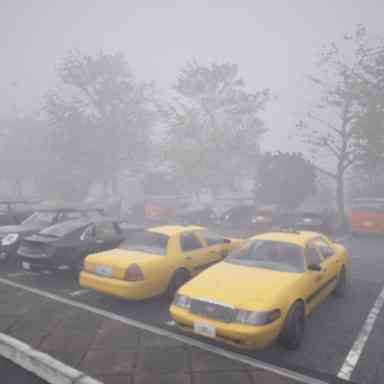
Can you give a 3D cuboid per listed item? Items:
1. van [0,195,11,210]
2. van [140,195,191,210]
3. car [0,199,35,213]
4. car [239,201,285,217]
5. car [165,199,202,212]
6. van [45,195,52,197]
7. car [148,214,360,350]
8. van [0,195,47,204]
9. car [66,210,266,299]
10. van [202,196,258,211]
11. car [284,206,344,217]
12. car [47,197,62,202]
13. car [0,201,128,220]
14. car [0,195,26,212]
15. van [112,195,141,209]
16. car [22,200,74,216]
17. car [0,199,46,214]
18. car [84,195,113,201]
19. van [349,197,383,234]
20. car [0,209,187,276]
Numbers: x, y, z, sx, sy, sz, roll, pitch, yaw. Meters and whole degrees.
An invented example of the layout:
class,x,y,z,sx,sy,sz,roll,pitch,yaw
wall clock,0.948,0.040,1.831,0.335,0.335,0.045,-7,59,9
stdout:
class,x,y,z,sx,sy,sz,roll,pitch,yaw
van,-26.334,1.402,43.377,1.878,1.987,4.442,0,0,36
van,-1.523,1.281,25.471,1.878,1.987,4.442,0,0,36
car,-21.811,1.605,39.962,2.097,1.535,5.008,0,0,36
car,5.163,1.513,20.538,2.163,1.488,4.792,0,0,36
car,0.659,1.496,23.759,2.097,1.535,5.008,0,0,36
van,-17.349,1.358,36.892,1.878,1.987,4.442,0,0,36
car,1.737,1.494,6.616,1.946,1.575,5.366,0,0,36
van,-9.236,1.287,14.908,1.878,1.987,4.442,0,0,36
car,-0.197,1.487,8.469,1.946,1.575,5.366,0,0,36
van,2.851,1.262,22.037,1.878,1.987,4.442,0,0,35
car,7.303,1.514,18.993,2.163,1.488,4.792,0,0,36
car,-12.825,1.562,33.478,2.097,1.535,5.008,0,0,36
car,-4.785,1.368,11.590,2.185,1.767,4.553,0,0,36
car,-24.172,1.366,41.638,2.435,2.045,5.566,0,0,36
van,-3.906,1.292,26.903,1.878,1.987,4.442,0,0,36
car,-15.168,1.613,35.178,2.002,1.452,4.674,0,0,36
car,-19.561,1.635,38.343,2.002,1.452,4.674,0,0,36
car,-6.100,1.278,28.596,2.435,2.045,5.566,0,0,36
van,9.602,1.266,17.442,1.878,1.987,4.442,0,0,36
car,-2.553,1.490,9.933,2.231,1.521,4.892,0,0,36
